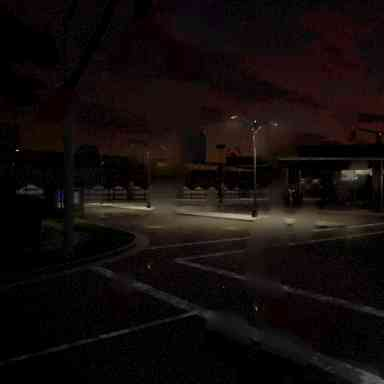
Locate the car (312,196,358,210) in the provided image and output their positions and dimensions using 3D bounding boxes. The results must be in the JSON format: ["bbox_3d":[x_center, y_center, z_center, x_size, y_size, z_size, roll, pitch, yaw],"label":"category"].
[{"bbox_3d":[16.891,1.311,40.244,2.242,1.667,4.611,0,0,-35],"label":"car"}]

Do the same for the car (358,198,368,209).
[{"bbox_3d":[21.158,1.474,44.166,1.970,1.475,3.806,0,0,-35],"label":"car"}]
